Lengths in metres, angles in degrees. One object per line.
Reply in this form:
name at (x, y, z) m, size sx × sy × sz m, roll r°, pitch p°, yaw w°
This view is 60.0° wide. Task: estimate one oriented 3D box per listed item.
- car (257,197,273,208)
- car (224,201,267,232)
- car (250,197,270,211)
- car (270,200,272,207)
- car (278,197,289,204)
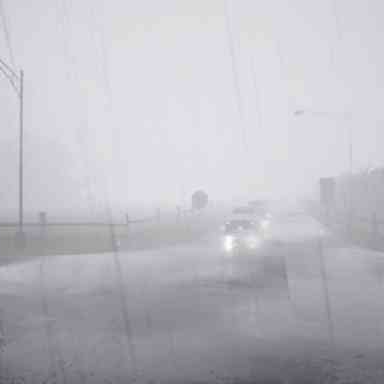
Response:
car at (10.792, 1.497, 49.109) m, size 2.033 × 1.411 × 5.357 m, roll -1°, pitch 0°, yaw 15°
car at (3.226, 1.549, 20.279) m, size 2.033 × 1.411 × 5.357 m, roll -1°, pitch 0°, yaw 15°
car at (5.672, 1.461, 29.645) m, size 1.882 × 1.535 × 5.008 m, roll -1°, pitch 0°, yaw 14°
car at (8.088, 1.458, 38.849) m, size 2.128 × 1.511 × 4.902 m, roll -1°, pitch 0°, yaw 15°
car at (16.528, 1.470, 59.964) m, size 1.895 × 1.301 × 4.718 m, roll -1°, pitch 0°, yaw 15°
